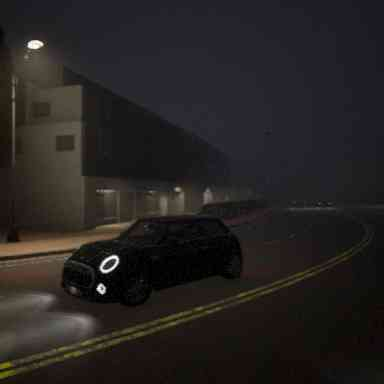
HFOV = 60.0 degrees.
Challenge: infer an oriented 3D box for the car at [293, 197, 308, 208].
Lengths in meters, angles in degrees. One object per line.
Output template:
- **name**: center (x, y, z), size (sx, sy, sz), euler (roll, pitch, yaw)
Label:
- **car**: center (16.965, 1.568, 52.050), size (2.097, 1.767, 4.553), euler (0, 0, 20)

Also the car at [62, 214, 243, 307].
- **car**: center (-0.776, 1.400, 8.301), size (4.553, 1.767, 2.097), euler (0, -1, -43)

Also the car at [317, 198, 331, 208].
- **car**: center (21.058, 1.715, 53.035), size (1.837, 1.490, 4.892), euler (0, -1, 20)
